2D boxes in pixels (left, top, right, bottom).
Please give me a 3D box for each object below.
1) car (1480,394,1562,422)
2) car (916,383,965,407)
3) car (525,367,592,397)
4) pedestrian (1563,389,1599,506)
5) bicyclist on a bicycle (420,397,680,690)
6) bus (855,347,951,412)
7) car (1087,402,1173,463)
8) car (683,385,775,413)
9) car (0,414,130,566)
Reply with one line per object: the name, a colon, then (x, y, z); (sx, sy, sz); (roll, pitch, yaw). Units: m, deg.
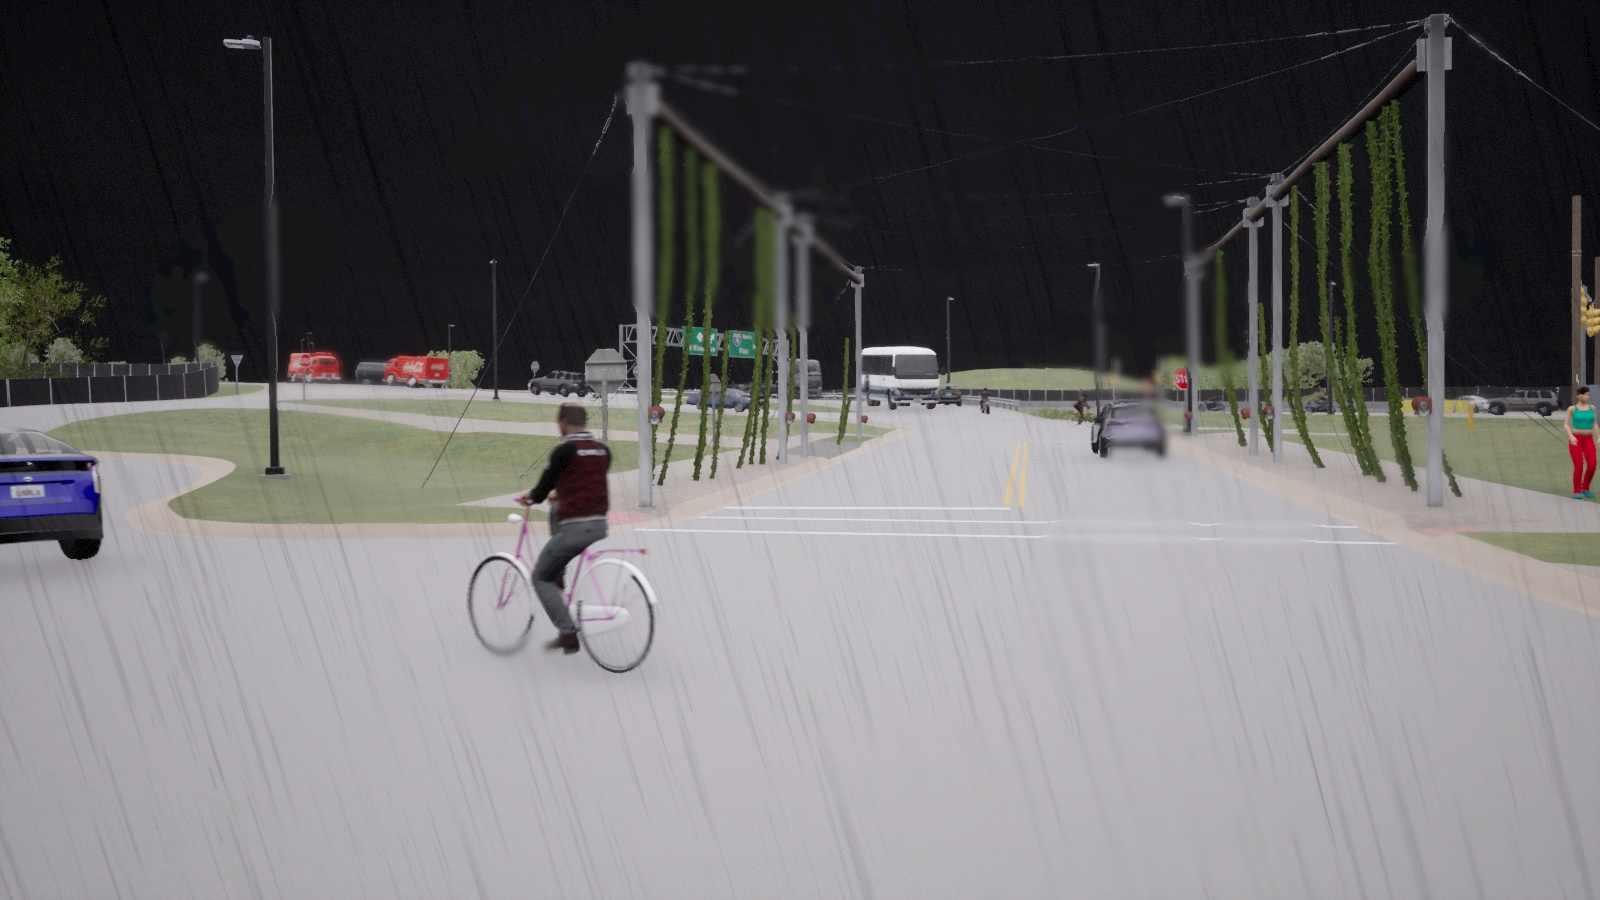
car: (49.529, -2.883, 86.299); (4.605, 1.855, 1.932); (2, 2, 36)
car: (10.178, -4.024, 91.335); (2.242, 1.667, 4.611); (0, 4, -10)
car: (-17.115, -4.843, 88.917); (4.605, 1.855, 1.932); (6, 4, 34)
pedestrian: (12.494, -0.048, 20.031); (0.345, 1.836, 0.594); (0, 1, 11)
bicyclist on a bicycle: (-1.709, 0.555, 8.437); (1.843, 1.776, 0.659); (1, 1, 37)
bus: (6.942, -4.972, 87.022); (3.944, 4.253, 10.273); (0, 4, -11)
car: (9.971, -0.588, 38.259); (2.033, 1.649, 4.856); (0, 3, 9)
car: (-4.287, -3.048, 75.242); (5.357, 1.411, 2.033); (5, 4, 36)
car: (-9.834, 0.364, 14.723); (4.514, 1.525, 2.007); (3, 3, 41)
